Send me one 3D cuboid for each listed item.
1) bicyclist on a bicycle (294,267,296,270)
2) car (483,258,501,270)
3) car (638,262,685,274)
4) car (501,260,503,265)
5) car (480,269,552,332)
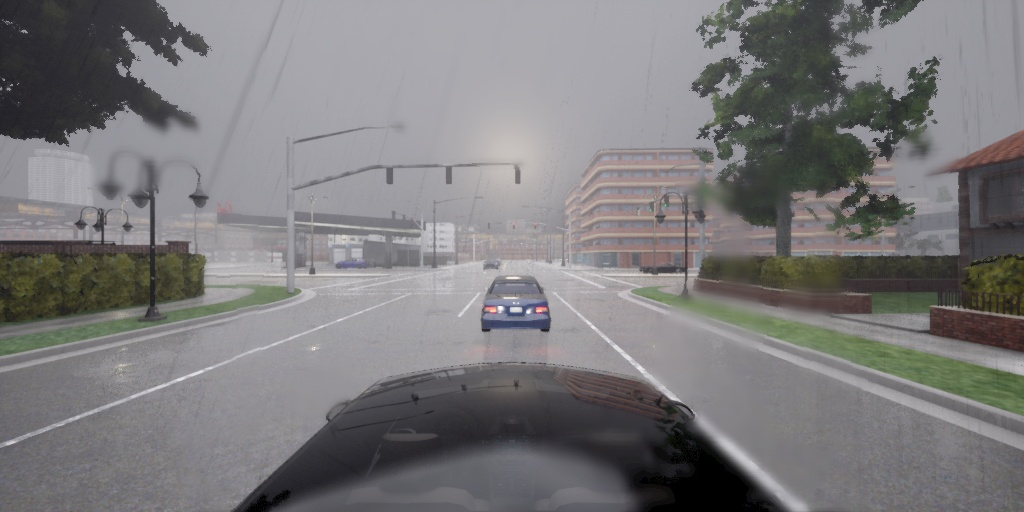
[{"bbox_3d":[-29.016,1.179,47.116,0.582,1.620,1.656,-10,5,0],"label":"bicyclist on a bicycle"},{"bbox_3d":[-3.102,1.100,53.604,2.097,1.767,4.553,0,0,0],"label":"car"},{"bbox_3d":[16.329,1.350,38.893,4.718,1.301,1.895,0,0,-3],"label":"car"},{"bbox_3d":[-3.155,1.313,65.042,1.994,1.385,4.181,0,0,0],"label":"car"},{"bbox_3d":[0.098,1.297,10.844,2.033,1.411,5.357,0,0,0],"label":"car"}]
